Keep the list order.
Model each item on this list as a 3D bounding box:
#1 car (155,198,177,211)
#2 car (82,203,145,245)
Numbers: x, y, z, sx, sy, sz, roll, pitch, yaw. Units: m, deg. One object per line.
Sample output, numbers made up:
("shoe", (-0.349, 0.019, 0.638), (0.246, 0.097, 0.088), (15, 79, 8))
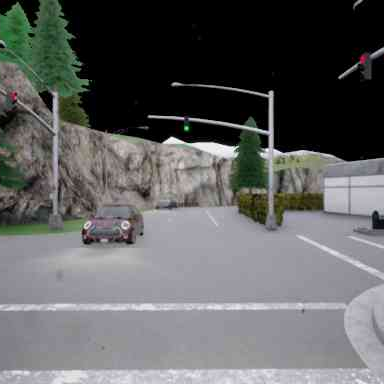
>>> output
("car", (-3.231, 1.564, 42.291), (1.812, 1.442, 4.674), (-1, 0, 12))
("car", (-3.518, 1.360, 15.562), (2.097, 1.767, 4.553), (0, 0, 0))
